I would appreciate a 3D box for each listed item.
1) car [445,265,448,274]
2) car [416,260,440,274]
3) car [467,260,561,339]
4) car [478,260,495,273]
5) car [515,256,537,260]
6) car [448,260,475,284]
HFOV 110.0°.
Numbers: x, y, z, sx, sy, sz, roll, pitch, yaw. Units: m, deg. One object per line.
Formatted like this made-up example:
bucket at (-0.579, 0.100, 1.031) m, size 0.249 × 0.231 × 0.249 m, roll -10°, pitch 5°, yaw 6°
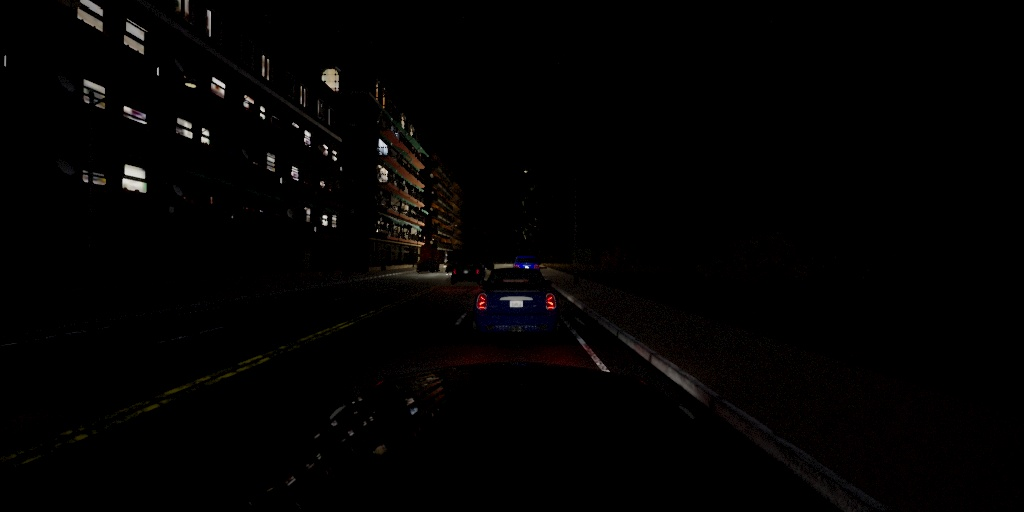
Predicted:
car at (-6.584, 1.303, 42.395) m, size 2.033 × 1.411 × 5.357 m, roll 0°, pitch 0°, yaw 0°
car at (-9.833, 1.233, 42.206) m, size 1.882 × 1.535 × 5.008 m, roll 0°, pitch 0°, yaw 0°
car at (0.103, 1.104, 10.234) m, size 2.097 × 1.767 × 4.553 m, roll 0°, pitch 0°, yaw 0°
car at (-3.131, 1.258, 44.678) m, size 1.837 × 1.490 × 4.892 m, roll 0°, pitch -1°, yaw 0°
car at (1.150, 0.980, 30.188) m, size 2.150 × 2.045 × 5.566 m, roll 0°, pitch 0°, yaw 0°
car at (-3.141, 1.109, 26.635) m, size 2.097 × 1.767 × 4.553 m, roll 0°, pitch 0°, yaw 0°
